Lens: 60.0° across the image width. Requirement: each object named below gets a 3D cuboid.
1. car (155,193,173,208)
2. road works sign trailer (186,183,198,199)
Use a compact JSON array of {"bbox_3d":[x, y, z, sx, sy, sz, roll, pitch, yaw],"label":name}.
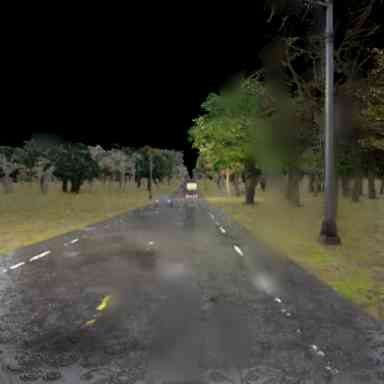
[{"bbox_3d":[-3.581,1.097,43.472,2.097,1.767,4.553,0,1,0],"label":"car"},{"bbox_3d":[-0.003,-0.270,78.558,2.380,3.560,2.880,0,1,0],"label":"road works sign trailer"}]
